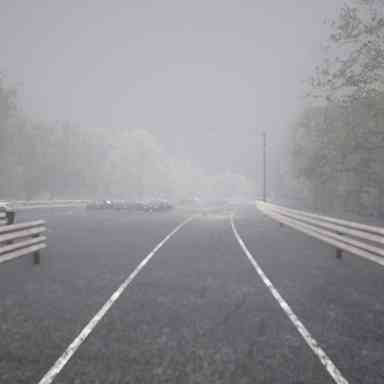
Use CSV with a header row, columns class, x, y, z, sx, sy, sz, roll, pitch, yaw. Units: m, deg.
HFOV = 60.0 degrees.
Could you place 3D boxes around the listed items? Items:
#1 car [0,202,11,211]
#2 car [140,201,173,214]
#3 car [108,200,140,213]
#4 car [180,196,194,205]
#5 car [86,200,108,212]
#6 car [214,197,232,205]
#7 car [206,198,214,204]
class,x,y,z,sx,sy,sz,roll,pitch,yaw
car,-15.127,1.017,22.648,2.150,2.045,5.566,0,-1,16
car,-3.618,1.679,36.963,1.895,1.301,4.718,1,0,16
car,-7.009,1.578,37.961,2.033,1.411,5.357,0,-1,16
car,-0.981,1.839,71.297,2.097,1.767,4.553,0,-1,16
car,-10.336,1.624,39.039,1.895,1.301,4.718,0,-1,16
car,6.852,2.084,73.179,2.128,1.511,4.902,0,-1,16
car,4.619,2.145,78.043,2.033,1.411,5.357,0,-1,16
